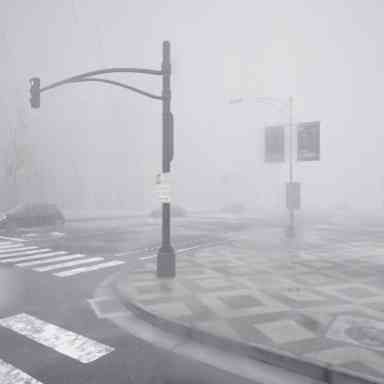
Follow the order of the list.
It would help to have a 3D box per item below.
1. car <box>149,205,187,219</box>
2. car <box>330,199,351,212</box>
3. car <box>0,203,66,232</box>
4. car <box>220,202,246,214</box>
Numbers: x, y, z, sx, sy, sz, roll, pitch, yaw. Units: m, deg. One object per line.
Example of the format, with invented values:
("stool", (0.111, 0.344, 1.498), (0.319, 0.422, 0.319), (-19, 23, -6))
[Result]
("car", (-2.332, 1.960, 33.331), (1.994, 1.385, 4.181), (0, -1, 35))
("car", (24.538, 2.382, 54.115), (2.128, 1.511, 4.902), (0, -1, 36))
("car", (-10.695, 1.540, 21.624), (2.097, 1.767, 4.553), (0, -1, 37))
("car", (5.515, 2.101, 44.388), (1.837, 1.490, 4.892), (0, -1, 35))
